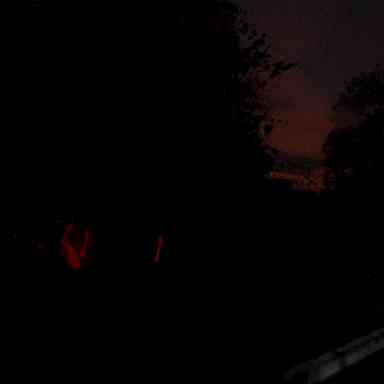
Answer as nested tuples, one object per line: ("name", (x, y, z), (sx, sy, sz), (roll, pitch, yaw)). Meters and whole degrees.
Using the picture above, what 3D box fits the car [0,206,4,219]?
("car", (-33.040, 3.265, 54.500), (5.566, 2.045, 2.435), (6, -4, -41))
